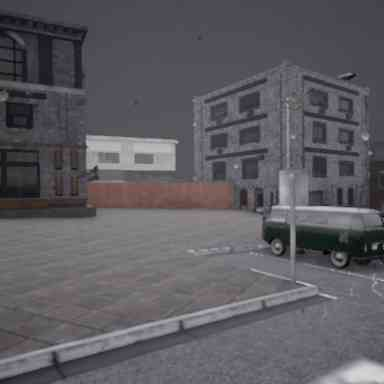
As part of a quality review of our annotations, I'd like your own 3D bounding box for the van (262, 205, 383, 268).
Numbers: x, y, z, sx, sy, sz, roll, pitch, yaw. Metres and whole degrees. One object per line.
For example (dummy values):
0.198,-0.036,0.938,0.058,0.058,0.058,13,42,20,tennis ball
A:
4.606,1.516,12.433,1.878,1.987,4.442,3,-2,-35,van
